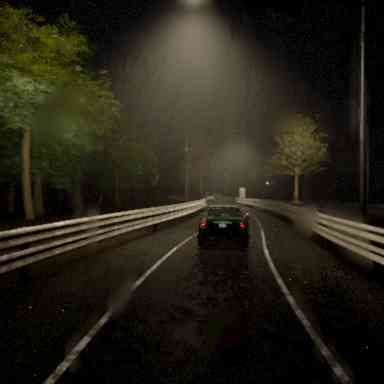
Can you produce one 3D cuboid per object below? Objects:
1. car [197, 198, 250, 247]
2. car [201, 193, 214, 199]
[{"bbox_3d":[1.576,1.359,15.377,2.097,1.767,4.553,0,0,10],"label":"car"},{"bbox_3d":[3.297,1.160,72.756,2.150,2.045,5.566,0,0,-10],"label":"car"}]
